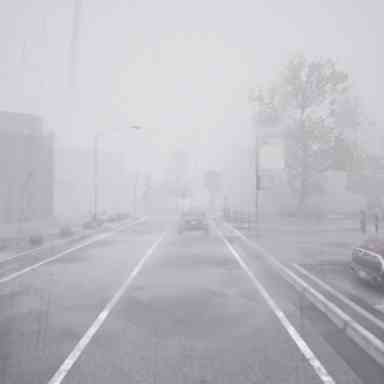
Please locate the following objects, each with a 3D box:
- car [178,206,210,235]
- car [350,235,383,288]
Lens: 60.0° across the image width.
[{"bbox_3d":[0.093,1.771,20.371,2.033,1.411,5.357,0,-1,0],"label":"car"},{"bbox_3d":[6.217,1.325,7.772,4.553,1.767,2.185,0,0,-1],"label":"car"}]
